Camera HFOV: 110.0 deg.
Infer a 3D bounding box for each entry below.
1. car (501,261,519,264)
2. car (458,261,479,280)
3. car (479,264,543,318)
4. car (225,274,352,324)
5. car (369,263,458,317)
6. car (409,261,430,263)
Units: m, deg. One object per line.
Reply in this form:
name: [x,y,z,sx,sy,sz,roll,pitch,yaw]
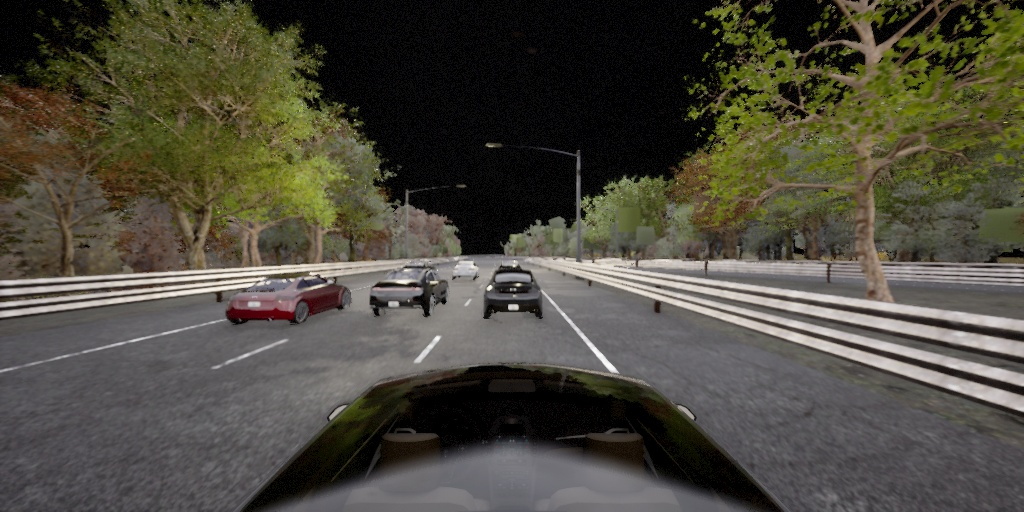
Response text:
car: [-0.172,1.107,28.176,2.128,1.511,4.902,0,0,-1]
car: [-3.689,1.139,29.160,1.812,1.442,4.674,0,0,-1]
car: [0.029,1.196,12.649,1.837,1.490,4.892,0,1,0]
car: [-6.968,1.262,11.687,1.994,1.385,4.181,0,0,0]
car: [-3.471,1.182,12.909,2.128,1.511,4.902,0,0,0]
car: [-7.173,1.111,28.110,2.128,1.511,4.902,0,0,-1]
